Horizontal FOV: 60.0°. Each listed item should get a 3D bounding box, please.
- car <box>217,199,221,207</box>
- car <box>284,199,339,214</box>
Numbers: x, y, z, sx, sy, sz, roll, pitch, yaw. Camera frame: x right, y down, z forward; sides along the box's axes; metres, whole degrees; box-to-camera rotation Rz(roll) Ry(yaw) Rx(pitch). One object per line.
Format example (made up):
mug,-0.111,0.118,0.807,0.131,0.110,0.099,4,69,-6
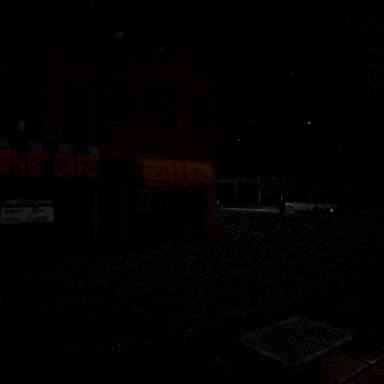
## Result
car,1.358,0.938,38.509,2.128,1.511,4.902,1,1,-35
car,10.733,1.263,30.338,1.895,1.301,4.718,1,1,-35
